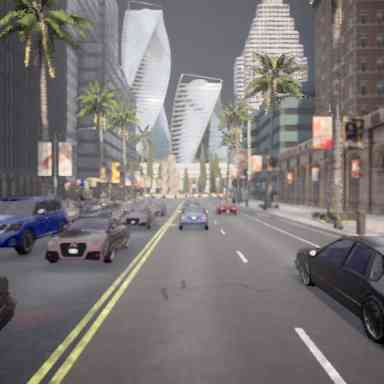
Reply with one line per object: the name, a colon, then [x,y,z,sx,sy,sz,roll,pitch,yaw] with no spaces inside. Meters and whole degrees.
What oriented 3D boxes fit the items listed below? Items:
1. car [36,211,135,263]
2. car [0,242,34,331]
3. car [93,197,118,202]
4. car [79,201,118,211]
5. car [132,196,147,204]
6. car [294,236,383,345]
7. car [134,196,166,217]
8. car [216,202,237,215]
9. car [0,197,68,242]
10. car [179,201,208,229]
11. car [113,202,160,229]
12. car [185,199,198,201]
car: [-3.523,1.582,11.939,1.994,1.385,4.181,0,0,1]
car: [-3.580,1.552,2.701,2.033,1.411,5.357,0,0,0]
car: [-10.115,1.408,36.863,2.185,1.767,4.553,0,0,-1]
car: [-6.993,1.599,23.798,1.994,1.385,4.181,0,0,0]
car: [-10.418,1.577,66.236,2.231,1.521,4.892,0,0,-1]
car: [3.603,1.558,6.321,2.033,1.411,5.357,0,0,0]
car: [-3.478,1.206,26.697,1.994,1.385,4.181,0,0,0]
car: [3.510,1.652,34.798,1.895,1.301,4.718,0,0,0]
car: [-6.999,1.242,13.858,2.150,2.045,5.566,0,0,0]
car: [0.109,1.580,22.129,2.033,1.411,5.357,0,0,0]
car: [-3.496,1.596,21.704,1.994,1.385,4.181,0,0,0]
car: [-0.037,1.632,46.935,1.994,1.385,4.181,0,0,0]
